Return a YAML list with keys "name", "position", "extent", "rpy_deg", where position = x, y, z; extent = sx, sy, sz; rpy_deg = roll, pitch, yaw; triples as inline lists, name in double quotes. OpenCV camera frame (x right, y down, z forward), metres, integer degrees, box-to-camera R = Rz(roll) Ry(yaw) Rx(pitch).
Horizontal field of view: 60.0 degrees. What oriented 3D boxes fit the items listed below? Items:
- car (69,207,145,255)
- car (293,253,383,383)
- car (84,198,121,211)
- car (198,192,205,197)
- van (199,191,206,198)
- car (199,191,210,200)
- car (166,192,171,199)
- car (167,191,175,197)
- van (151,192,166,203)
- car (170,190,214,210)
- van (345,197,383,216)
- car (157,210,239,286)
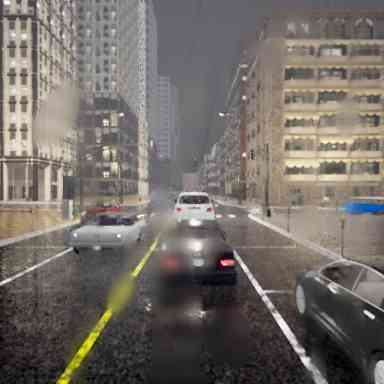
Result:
- name: "car"
  position: [-3.060, 1.473, 12.920]
  extent: [1.895, 1.301, 4.718]
  rpy_deg: [0, 1, 0]
- name: "car"
  position: [2.689, 1.506, 4.441]
  extent: [2.008, 1.369, 4.403]
  rpy_deg: [0, 1, 0]
- name: "car"
  position: [-5.697, 1.231, 21.383]
  extent: [1.967, 1.590, 4.097]
  rpy_deg: [0, 1, 0]
- name: "car"
  position: [2.664, 0.686, 92.715]
  extent: [2.008, 1.369, 4.403]
  rpy_deg: [0, 1, 0]
- name: "van"
  position: [2.665, 0.525, 87.163]
  extent: [1.690, 1.788, 3.998]
  rpy_deg: [0, 1, 0]
- name: "car"
  position: [2.670, 0.649, 70.511]
  extent: [2.192, 1.841, 5.009]
  rpy_deg: [0, 1, 0]
- name: "car"
  position: [-5.712, 0.811, 75.890]
  extent: [1.752, 1.417, 4.829]
  rpy_deg: [0, 1, 0]
- name: "car"
  position: [-5.717, 0.575, 92.711]
  extent: [1.967, 1.590, 4.097]
  rpy_deg: [0, 1, 0]
- name: "van"
  position: [-5.706, 0.826, 53.855]
  extent: [1.690, 1.788, 3.998]
  rpy_deg: [0, 1, 0]
- name: "car"
  position: [0.100, 1.031, 19.465]
  extent: [2.150, 2.045, 5.566]
  rpy_deg: [0, 1, 0]
- name: "van"
  position: [16.921, 1.391, 32.125]
  extent: [3.998, 1.788, 1.690]
  rpy_deg: [1, -1, 0]
- name: "car"
  position: [0.102, 1.456, 9.217]
  extent: [2.033, 1.411, 5.357]
  rpy_deg: [0, 1, -1]
